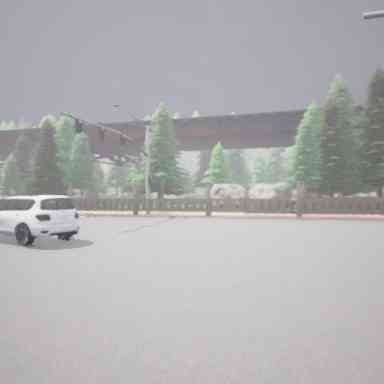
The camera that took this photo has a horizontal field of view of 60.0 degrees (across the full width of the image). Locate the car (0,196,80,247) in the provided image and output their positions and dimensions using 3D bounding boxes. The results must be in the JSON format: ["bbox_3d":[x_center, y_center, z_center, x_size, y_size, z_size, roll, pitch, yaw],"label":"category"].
[{"bbox_3d":[-7.538,1.180,14.972,5.566,2.045,2.150,0,0,31],"label":"car"}]
